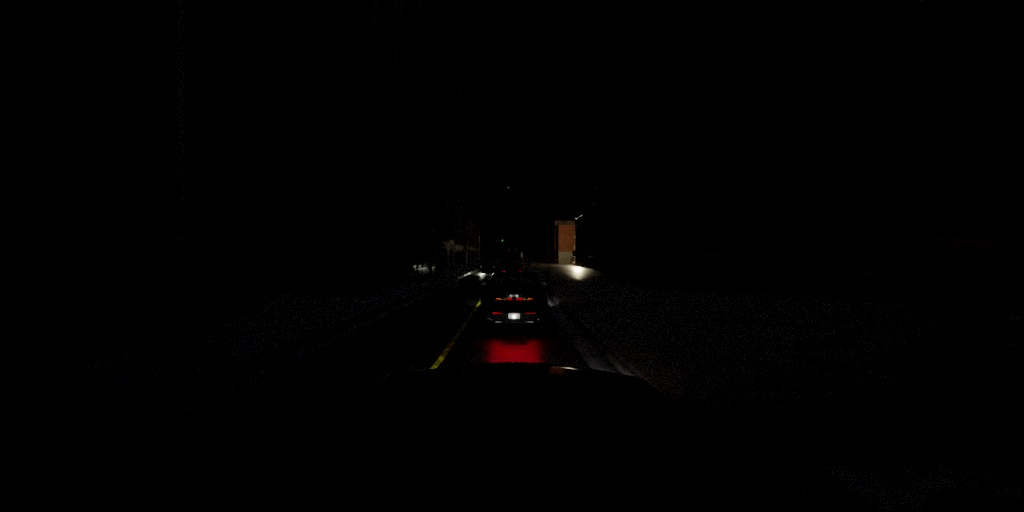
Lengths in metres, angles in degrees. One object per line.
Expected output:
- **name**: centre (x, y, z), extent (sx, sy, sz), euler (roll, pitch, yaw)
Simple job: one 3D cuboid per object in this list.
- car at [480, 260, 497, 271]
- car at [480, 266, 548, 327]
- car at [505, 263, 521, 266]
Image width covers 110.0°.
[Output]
- **car**: centre (-2.819, 1.206, 43.625), extent (1.882, 1.535, 5.008), euler (0, 0, 0)
- **car**: centre (0.067, 1.235, 11.389), extent (1.837, 1.490, 4.892), euler (0, 1, 0)
- **car**: centre (0.090, 1.264, 30.805), extent (2.033, 1.411, 5.357), euler (0, 0, 0)
